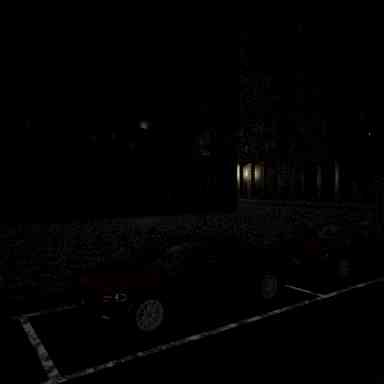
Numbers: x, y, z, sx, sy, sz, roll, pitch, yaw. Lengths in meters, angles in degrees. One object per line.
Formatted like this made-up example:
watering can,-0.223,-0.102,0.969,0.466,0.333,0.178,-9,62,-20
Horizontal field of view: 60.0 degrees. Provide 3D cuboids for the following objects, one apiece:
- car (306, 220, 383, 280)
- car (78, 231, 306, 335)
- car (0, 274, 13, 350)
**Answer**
car,4.539,1.546,9.920,4.507,1.381,1.887,0,0,-36
car,0.046,1.545,6.704,4.507,1.381,1.887,0,0,-36
car,-4.447,1.544,3.488,4.507,1.381,1.887,0,0,-36
